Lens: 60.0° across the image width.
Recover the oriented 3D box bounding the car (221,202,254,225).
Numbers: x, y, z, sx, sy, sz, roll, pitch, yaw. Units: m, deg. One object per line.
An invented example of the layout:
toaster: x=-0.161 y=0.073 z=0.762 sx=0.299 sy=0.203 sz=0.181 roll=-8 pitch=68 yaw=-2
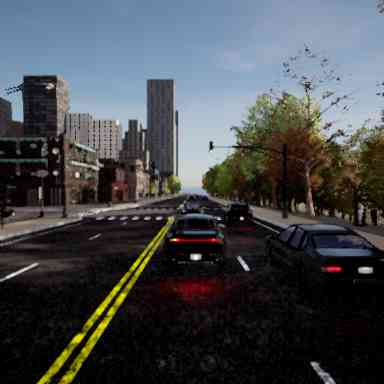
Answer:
car: x=3.339 y=1.538 z=24.738 sx=1.837 sy=1.490 sz=4.892 roll=0 pitch=0 yaw=0

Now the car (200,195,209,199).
car: x=3.211 y=1.617 z=84.013 sx=1.812 sy=1.442 sz=4.674 roll=0 pitch=0 yaw=0

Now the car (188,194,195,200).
car: x=-0.044 y=1.420 z=94.013 sx=1.882 sy=1.535 sz=5.008 roll=0 pitch=0 yaw=0

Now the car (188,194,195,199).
car: x=-0.039 y=1.617 z=84.011 sx=1.812 sy=1.442 sz=4.674 roll=0 pitch=0 yaw=0

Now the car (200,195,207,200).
car: x=3.206 y=1.482 z=94.015 sx=2.033 sy=1.411 sz=5.357 roll=0 pitch=0 yaw=0

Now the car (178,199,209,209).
car: x=0.020 y=1.525 z=24.927 sx=2.128 sy=1.511 sz=4.902 roll=0 pitch=0 yaw=-1

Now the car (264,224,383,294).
car: x=3.347 y=1.559 z=8.925 sx=2.033 sy=1.411 sz=5.357 roll=0 pitch=0 yaw=0

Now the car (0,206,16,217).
car: x=-19.969 y=1.861 z=33.150 sx=4.313 sy=1.339 sz=1.947 roll=-1 pitch=1 yaw=0

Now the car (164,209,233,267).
car: x=0.096 y=1.518 z=11.361 sx=1.837 sy=1.490 sz=4.892 roll=0 pitch=-1 yaw=0
